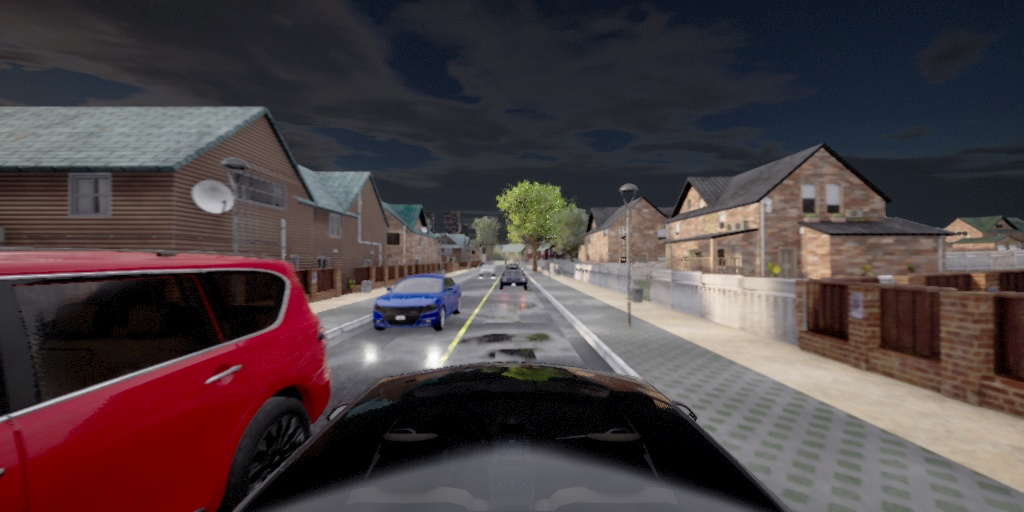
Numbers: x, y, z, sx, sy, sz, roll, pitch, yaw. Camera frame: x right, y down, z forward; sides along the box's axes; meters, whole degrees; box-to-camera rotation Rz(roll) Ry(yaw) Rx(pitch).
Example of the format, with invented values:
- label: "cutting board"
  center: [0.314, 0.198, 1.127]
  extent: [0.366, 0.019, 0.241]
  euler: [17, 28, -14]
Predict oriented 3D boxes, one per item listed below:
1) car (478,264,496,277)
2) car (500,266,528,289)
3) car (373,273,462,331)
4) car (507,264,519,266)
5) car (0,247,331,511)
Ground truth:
- label: "car"
  center: [-2.859, 1.702, 41.849]
  extent: [1.812, 1.442, 4.674]
  euler: [0, -1, 0]
- label: "car"
  center: [0.092, 1.611, 25.577]
  extent: [1.895, 1.301, 4.718]
  euler: [0, -1, -1]
- label: "car"
  center: [-2.845, 1.341, 11.701]
  extent: [1.882, 1.535, 5.008]
  euler: [0, -1, 0]
- label: "car"
  center: [0.086, 1.682, 41.898]
  extent: [1.837, 1.490, 4.892]
  euler: [0, 0, 0]
- label: "car"
  center: [-2.843, 0.967, 1.238]
  extent: [2.150, 2.045, 5.566]
  euler: [0, -1, 0]
